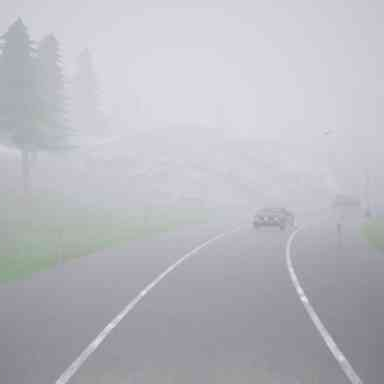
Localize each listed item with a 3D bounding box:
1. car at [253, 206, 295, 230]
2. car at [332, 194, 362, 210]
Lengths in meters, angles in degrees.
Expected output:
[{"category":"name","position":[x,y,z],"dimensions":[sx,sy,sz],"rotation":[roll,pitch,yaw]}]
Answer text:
[{"category":"car","position":[5.489,1.627,21.878],"dimensions":[2.033,1.411,5.357],"rotation":[0,0,26]},{"category":"car","position":[18.441,1.063,39.473],"dimensions":[2.097,1.767,4.553],"rotation":[0,2,44]}]
